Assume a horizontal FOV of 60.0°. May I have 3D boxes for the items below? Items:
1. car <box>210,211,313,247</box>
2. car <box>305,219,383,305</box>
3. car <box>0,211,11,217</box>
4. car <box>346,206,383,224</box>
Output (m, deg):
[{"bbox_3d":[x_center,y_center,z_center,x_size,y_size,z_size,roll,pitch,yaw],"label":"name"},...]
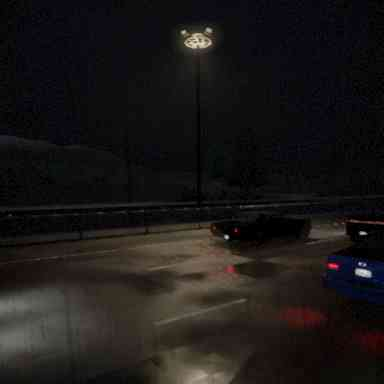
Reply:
[{"bbox_3d":[3.192,1.493,14.626,4.718,1.301,1.895,-1,0,-36],"label":"car"},{"bbox_3d":[5.090,1.466,7.380,5.357,1.411,2.033,-1,0,-36],"label":"car"},{"bbox_3d":[-11.883,1.496,16.890,4.902,1.511,2.128,-1,0,-35],"label":"car"},{"bbox_3d":[8.483,1.345,14.102,4.902,1.511,2.128,-1,0,-36],"label":"car"}]
